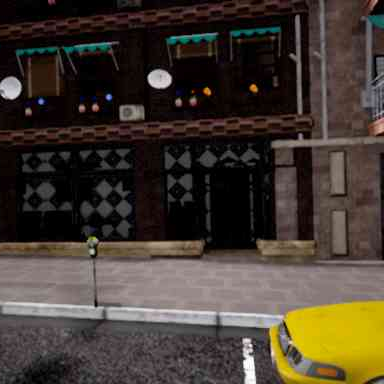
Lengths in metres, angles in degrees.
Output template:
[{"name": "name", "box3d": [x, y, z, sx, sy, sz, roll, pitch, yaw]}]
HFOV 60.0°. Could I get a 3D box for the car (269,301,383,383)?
[{"name": "car", "box3d": [3.294, 1.518, 3.442, 4.829, 1.417, 1.752, 0, -1, 8]}]
